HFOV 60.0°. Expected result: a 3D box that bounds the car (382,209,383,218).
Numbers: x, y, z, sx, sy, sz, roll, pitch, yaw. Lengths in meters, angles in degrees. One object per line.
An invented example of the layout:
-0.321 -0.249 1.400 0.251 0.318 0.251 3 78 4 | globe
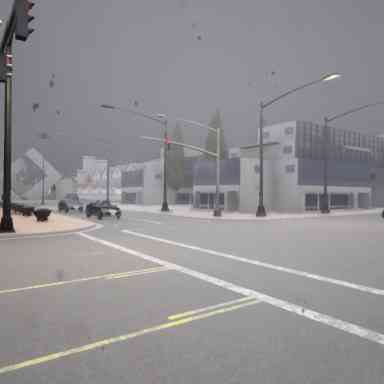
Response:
19.322 1.750 30.702 4.181 1.385 1.994 0 0 -36 | car

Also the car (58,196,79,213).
-13.672 1.499 37.356 2.128 1.511 4.902 1 0 -35 | car

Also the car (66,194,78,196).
-19.812 1.272 54.831 2.150 2.045 5.566 1 0 -21 | car

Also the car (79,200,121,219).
-7.771 1.501 28.881 2.128 1.511 4.902 1 0 -35 | car
